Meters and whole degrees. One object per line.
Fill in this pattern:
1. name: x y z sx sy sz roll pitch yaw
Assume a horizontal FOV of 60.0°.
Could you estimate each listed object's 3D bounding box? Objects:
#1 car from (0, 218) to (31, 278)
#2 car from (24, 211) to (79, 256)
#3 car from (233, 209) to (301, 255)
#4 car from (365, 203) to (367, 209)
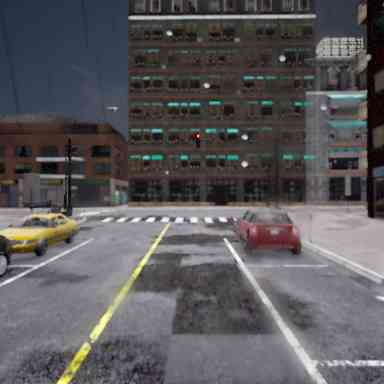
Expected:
1. car: -5.644 1.500 7.218 2.008 1.369 4.403 1 0 0
2. car: -5.813 1.437 12.735 1.752 1.417 4.829 1 0 0
3. car: 2.752 1.349 12.958 1.967 1.590 4.097 1 0 0
4. car: 17.649 1.077 28.843 4.829 1.417 1.752 -1 0 1
